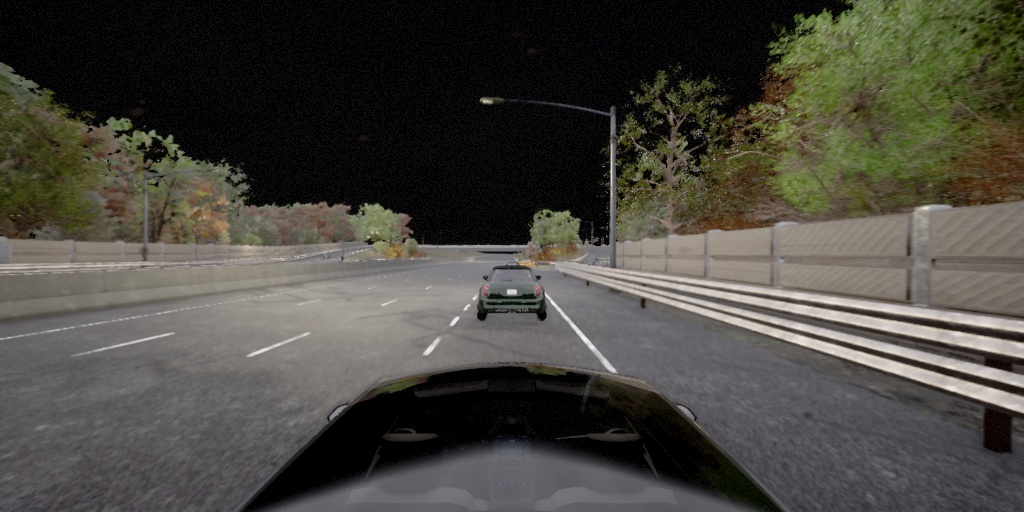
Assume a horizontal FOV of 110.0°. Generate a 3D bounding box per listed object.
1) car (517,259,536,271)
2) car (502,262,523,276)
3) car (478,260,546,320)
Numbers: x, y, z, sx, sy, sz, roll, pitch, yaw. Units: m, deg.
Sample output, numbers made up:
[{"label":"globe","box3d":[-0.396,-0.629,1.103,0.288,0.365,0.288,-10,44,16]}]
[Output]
[{"label":"car","box3d":[2.198,1.271,53.382,1.882,1.535,5.008,1,0,13]},{"label":"car","box3d":[0.136,1.308,37.500,1.994,1.385,4.181,0,0,3]},{"label":"car","box3d":[-0.002,1.098,12.812,2.097,1.767,4.553,0,0,0]}]
